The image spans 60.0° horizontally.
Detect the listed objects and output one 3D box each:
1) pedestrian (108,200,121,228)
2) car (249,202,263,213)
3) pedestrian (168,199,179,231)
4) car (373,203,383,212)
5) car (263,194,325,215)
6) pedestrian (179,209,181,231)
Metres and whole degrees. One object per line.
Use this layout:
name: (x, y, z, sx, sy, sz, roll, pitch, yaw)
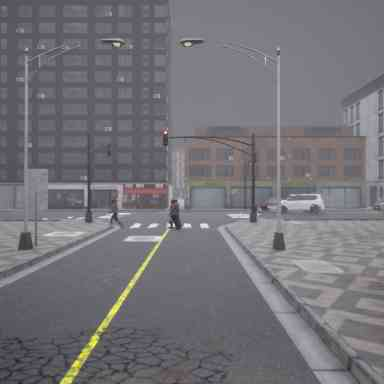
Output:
pedestrian: (-4.683, 1.301, 20.122, 0.375, 1.860, 0.375, 0, 0, 0)
car: (8.917, 1.509, 37.138, 5.008, 1.535, 1.882, 0, 0, 0)
pedestrian: (-1.067, 1.301, 18.910, 0.375, 1.860, 0.375, 0, 0, 0)
car: (22.601, 1.569, 37.107, 4.181, 1.385, 1.994, 0, 0, 0)
car: (10.538, 1.222, 33.798, 5.566, 2.045, 2.150, 0, 0, -1)
pedestrian: (-0.893, 1.301, 19.593, 0.375, 1.860, 0.375, 0, 0, 0)
